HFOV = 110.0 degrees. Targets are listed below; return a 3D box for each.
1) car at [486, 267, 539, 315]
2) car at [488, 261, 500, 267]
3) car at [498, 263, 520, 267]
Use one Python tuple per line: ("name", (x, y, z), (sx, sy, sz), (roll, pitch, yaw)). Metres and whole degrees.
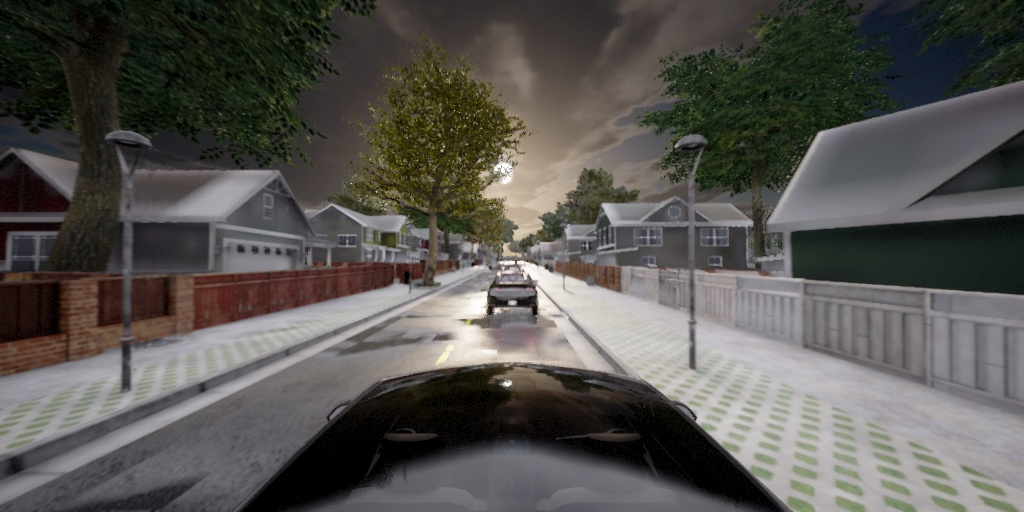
("car", (0.043, 1.353, 14.246), (2.128, 1.511, 4.902), (0, 0, 1))
("car", (-2.814, 1.531, 58.699), (2.128, 1.511, 4.902), (0, 0, 0))
("car", (0.049, 1.490, 29.870), (1.812, 1.442, 4.674), (0, 0, 0))
